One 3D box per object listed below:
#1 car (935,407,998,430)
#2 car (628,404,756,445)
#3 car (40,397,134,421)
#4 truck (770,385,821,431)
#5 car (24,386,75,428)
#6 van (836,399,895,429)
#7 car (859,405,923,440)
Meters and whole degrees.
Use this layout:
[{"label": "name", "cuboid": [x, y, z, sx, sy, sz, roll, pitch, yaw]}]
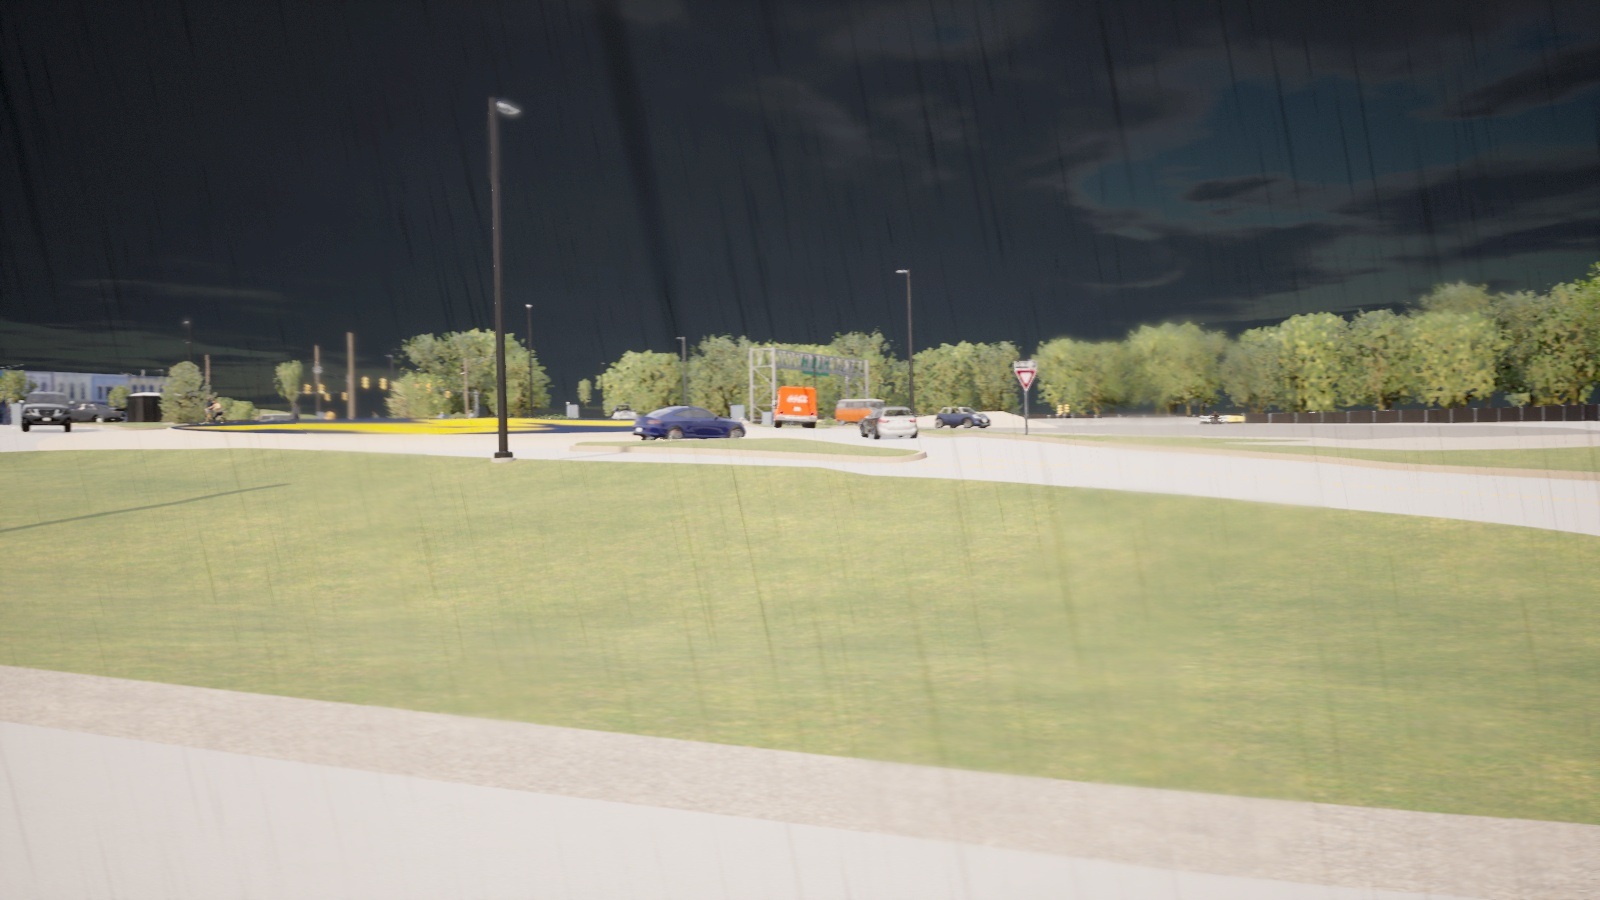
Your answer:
[{"label": "car", "cuboid": [11.271, -2.130, 85.254, 1.970, 1.475, 3.806, -1, 2, -43]}, {"label": "car", "cuboid": [-4.118, -0.993, 48.178, 4.674, 1.442, 1.812, -1, 4, -40]}, {"label": "car", "cuboid": [-46.644, -2.674, 82.223, 4.902, 1.511, 2.128, 1, 1, -2]}, {"label": "truck", "cuboid": [-0.305, -2.528, 77.708, 2.627, 2.467, 5.204, 3, -1, -5]}, {"label": "car", "cuboid": [-38.904, -2.279, 65.172, 2.150, 2.045, 5.566, 1, 2, -30]}, {"label": "van", "cuboid": [4.516, -2.510, 87.787, 1.775, 1.987, 4.442, 1, 1, -33]}, {"label": "car", "cuboid": [4.639, -1.458, 64.686, 2.242, 1.667, 4.611, -1, 3, -10]}]
